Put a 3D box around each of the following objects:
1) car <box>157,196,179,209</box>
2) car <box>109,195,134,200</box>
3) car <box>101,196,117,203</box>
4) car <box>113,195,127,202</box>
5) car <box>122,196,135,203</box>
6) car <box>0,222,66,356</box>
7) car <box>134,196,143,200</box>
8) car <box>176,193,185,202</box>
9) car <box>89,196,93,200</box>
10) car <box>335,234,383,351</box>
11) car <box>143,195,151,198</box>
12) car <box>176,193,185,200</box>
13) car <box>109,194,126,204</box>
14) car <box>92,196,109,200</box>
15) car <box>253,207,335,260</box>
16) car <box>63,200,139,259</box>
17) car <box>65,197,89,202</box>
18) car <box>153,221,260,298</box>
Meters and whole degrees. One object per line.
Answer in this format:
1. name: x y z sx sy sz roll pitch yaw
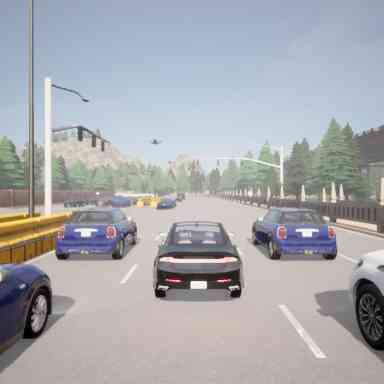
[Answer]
1. car: -3.384 1.564 44.335 1.994 1.385 4.181 0 0 6
2. car: -10.399 1.477 49.246 1.882 1.535 5.008 0 0 0
3. car: -17.236 1.525 69.213 2.128 1.511 4.902 0 0 0
4. car: -17.195 1.539 79.704 2.033 1.411 5.357 0 0 0
5. car: -13.724 1.552 72.124 1.994 1.385 4.181 0 0 0
6. car: -3.384 1.352 3.738 2.097 1.767 4.553 0 0 0
7. car: -10.355 1.525 58.312 1.812 1.442 4.674 0 0 1
8. car: -3.205 1.595 76.619 1.895 1.301 4.718 0 0 0
9. car: -17.344 1.504 58.787 1.837 1.490 4.892 0 0 1
10. car: 3.615 1.221 3.049 2.150 2.045 5.566 0 0 0
11. car: -10.250 1.491 67.675 2.128 1.511 4.902 0 0 0
12. car: -3.145 1.225 92.552 2.150 2.045 5.566 0 0 0
13. car: -13.815 1.352 62.105 2.097 1.767 4.553 0 0 1
14. car: -13.870 1.525 52.961 1.812 1.442 4.674 0 0 1
15. car: 3.645 1.352 12.633 2.097 1.767 4.553 0 0 0
16. car: -3.402 1.352 12.655 2.097 1.767 4.553 0 0 -1
17. car: -17.417 1.505 49.373 1.837 1.490 4.892 0 0 1
18. car: 0.131 1.491 8.520 2.128 1.511 4.902 0 0 0
